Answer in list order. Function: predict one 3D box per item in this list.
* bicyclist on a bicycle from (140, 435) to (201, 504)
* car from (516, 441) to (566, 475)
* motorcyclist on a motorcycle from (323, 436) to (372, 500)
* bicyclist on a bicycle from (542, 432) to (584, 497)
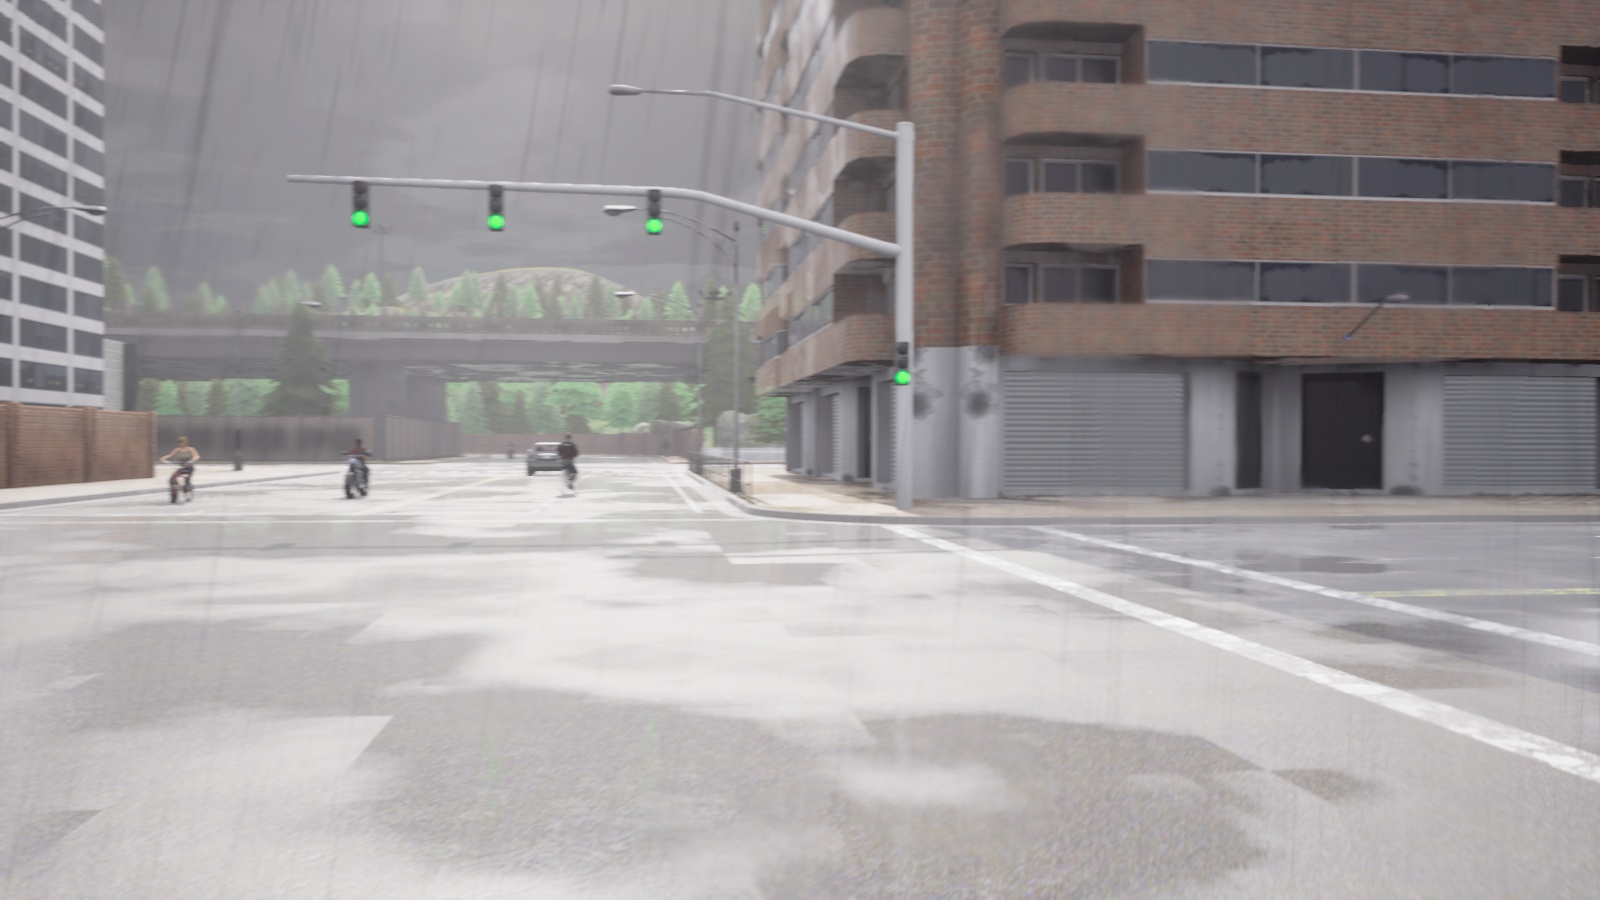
[{"bbox_3d":[-15.123,0.454,30.219,0.866,1.612,1.509,0,0,-7],"label":"bicyclist on a bicycle"},{"bbox_3d":[-11.724,0.348,57.072,1.970,1.475,3.806,0,0,-8],"label":"car"},{"bbox_3d":[-12.038,0.462,33.471,0.766,1.649,2.350,0,0,-8],"label":"motorcyclist on a motorcycle"},{"bbox_3d":[-6.691,0.393,35.568,0.659,1.776,1.843,0,1,6],"label":"bicyclist on a bicycle"}]
